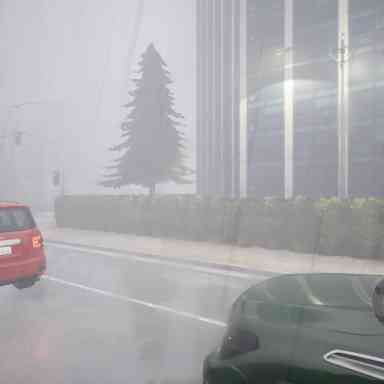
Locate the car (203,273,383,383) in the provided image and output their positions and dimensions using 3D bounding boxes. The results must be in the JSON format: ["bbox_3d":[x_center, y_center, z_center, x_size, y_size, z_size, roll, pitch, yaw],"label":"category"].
[{"bbox_3d":[2.749,1.221,2.030,5.566,2.045,2.150,0,0,36],"label":"car"}]

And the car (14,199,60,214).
[{"bbox_3d":[-17.162,1.564,37.002,1.994,1.385,4.181,0,0,36],"label":"car"}]

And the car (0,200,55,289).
[{"bbox_3d":[-5.722,1.221,8.009,5.566,2.045,2.150,0,0,38],"label":"car"}]
